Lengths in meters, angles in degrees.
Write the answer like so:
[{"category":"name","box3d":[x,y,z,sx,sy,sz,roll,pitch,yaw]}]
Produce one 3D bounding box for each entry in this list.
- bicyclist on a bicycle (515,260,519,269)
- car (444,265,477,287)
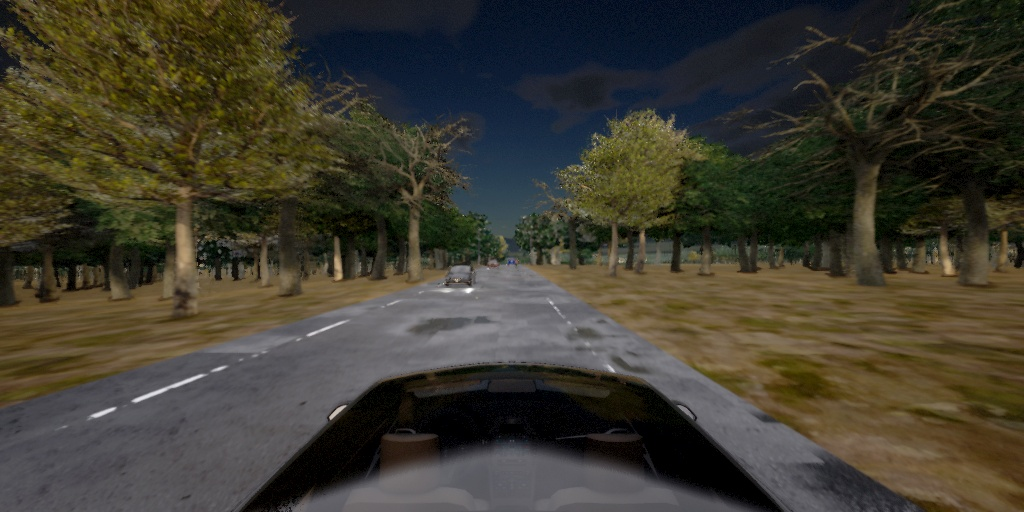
[{"category":"bicyclist on a bicycle","box3d":[0.953,1.507,62.817,0.582,1.620,1.656,0,-1,0]},{"category":"car","box3d":[-3.598,1.385,25.786,1.837,1.490,4.892,0,0,0]}]
